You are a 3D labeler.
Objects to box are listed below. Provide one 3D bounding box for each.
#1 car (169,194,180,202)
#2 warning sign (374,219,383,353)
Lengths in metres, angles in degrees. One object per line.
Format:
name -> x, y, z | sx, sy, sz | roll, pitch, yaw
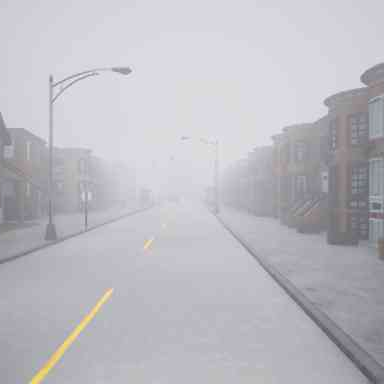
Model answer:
car -> -4.000, 1.403, 75.926 | 2.150, 2.045, 5.566 | 0, 0, 0
warning sign -> 3.350, 1.335, 4.391 | 1.300, 1.860, 1.060 | 0, 0, 0
